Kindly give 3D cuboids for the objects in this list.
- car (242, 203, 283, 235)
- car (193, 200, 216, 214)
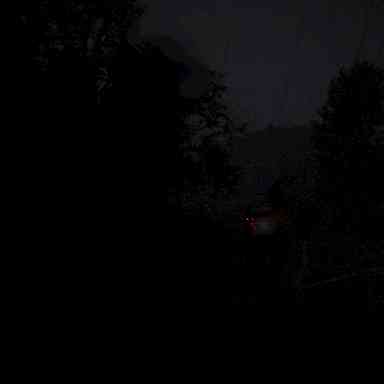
[{"bbox_3d":[3.628,1.328,17.385,1.812,1.442,4.674,-4,-1,9],"label":"car"},{"bbox_3d":[1.401,1.685,39.527,1.837,1.490,4.892,-7,0,-13],"label":"car"}]
